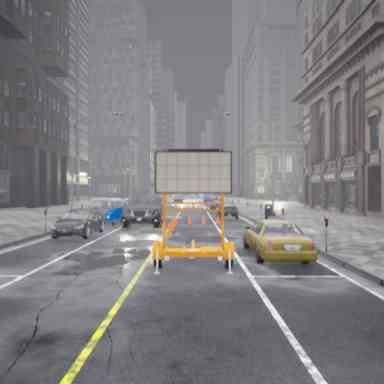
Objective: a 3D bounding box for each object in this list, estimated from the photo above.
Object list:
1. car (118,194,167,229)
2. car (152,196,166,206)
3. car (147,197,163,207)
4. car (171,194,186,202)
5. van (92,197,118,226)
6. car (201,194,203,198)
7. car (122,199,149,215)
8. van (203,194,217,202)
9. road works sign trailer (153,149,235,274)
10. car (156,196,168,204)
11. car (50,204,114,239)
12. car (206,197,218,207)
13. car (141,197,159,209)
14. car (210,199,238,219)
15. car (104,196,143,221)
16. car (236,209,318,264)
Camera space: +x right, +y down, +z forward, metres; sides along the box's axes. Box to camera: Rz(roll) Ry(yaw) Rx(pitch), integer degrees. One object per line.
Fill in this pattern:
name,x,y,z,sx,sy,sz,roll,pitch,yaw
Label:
car,-3.002,1.195,21.746,2.150,2.045,5.566,0,0,0
car,-5.522,1.478,55.680,1.887,1.381,4.507,0,0,0
car,-5.546,1.484,50.155,1.887,1.381,4.507,0,0,0
car,-2.702,1.443,65.438,1.882,1.535,5.008,0,0,0
van,-5.665,1.313,22.528,1.690,1.788,3.998,0,0,0
car,3.057,1.472,61.148,1.887,1.381,4.507,0,0,0
car,-5.618,1.504,33.578,1.887,1.381,4.507,0,0,0
van,3.005,1.281,50.098,1.690,1.788,3.998,0,0,0
road works sign trailer,0.047,0.451,10.473,2.380,3.560,2.880,0,0,0
car,-5.498,1.472,61.205,1.887,1.381,4.507,0,0,0
car,-5.690,1.530,17.002,2.008,1.369,4.403,0,0,0
car,2.952,1.534,39.048,1.802,1.307,4.206,0,0,0
car,-5.571,1.472,44.459,1.752,1.417,4.829,0,0,0
car,2.900,1.516,27.999,2.008,1.369,4.403,0,0,0
car,-5.641,1.281,28.053,2.192,1.841,5.009,0,0,0
car,2.823,1.511,11.594,1.752,1.417,4.829,0,0,0
